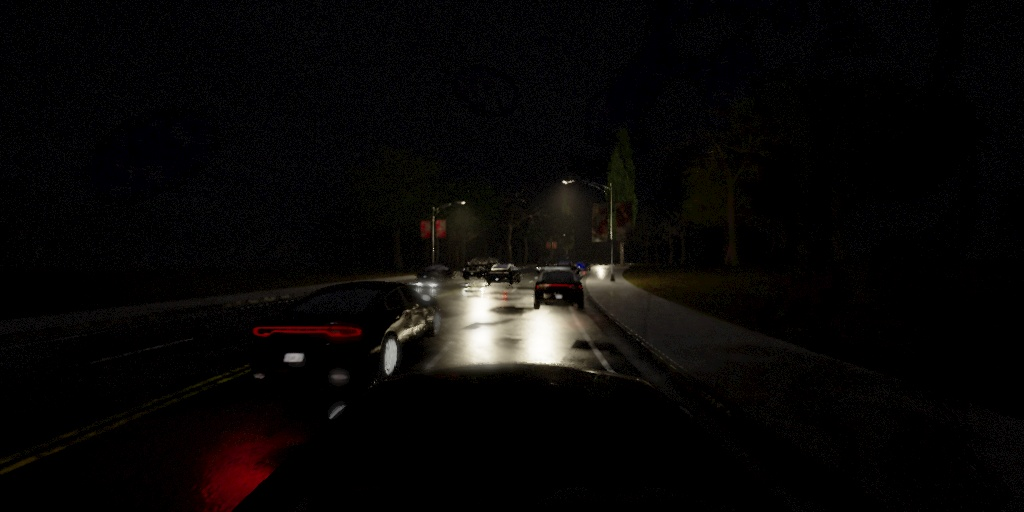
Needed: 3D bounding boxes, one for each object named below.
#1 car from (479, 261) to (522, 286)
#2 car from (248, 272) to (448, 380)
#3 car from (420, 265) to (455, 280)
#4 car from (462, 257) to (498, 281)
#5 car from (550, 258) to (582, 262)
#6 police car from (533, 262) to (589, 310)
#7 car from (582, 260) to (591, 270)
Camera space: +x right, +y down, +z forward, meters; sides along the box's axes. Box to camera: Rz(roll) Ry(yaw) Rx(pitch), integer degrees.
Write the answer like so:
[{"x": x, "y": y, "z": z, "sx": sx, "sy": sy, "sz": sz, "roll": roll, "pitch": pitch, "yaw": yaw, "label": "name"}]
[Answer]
[{"x": -0.515, "y": 1.342, "z": 26.208, "sx": 2.128, "sy": 1.511, "sz": 4.902, "roll": 0, "pitch": 0, "yaw": 11, "label": "car"}, {"x": -2.881, "y": 1.264, "z": 7.410, "sx": 1.882, "sy": 1.535, "sz": 5.008, "roll": 0, "pitch": 0, "yaw": 3, "label": "car"}, {"x": -6.445, "y": 1.468, "z": 30.490, "sx": 1.994, "sy": 1.385, "sz": 4.181, "roll": 0, "pitch": 0, "yaw": 13, "label": "car"}, {"x": -2.667, "y": 1.104, "z": 32.516, "sx": 2.150, "sy": 2.045, "sz": 5.566, "roll": -1, "pitch": 0, "yaw": 14, "label": "car"}, {"x": 5.796, "y": 1.312, "z": 38.301, "sx": 2.128, "sy": 1.511, "sz": 4.902, "roll": -1, "pitch": 0, "yaw": 18, "label": "car"}, {"x": 1.950, "y": 1.235, "z": 15.204, "sx": 1.930, "sy": 1.638, "sz": 5.238, "roll": 0, "pitch": 0, "yaw": 7, "label": "police car"}, {"x": 9.921, "y": 1.349, "z": 50.799, "sx": 1.812, "sy": 1.442, "sz": 4.674, "roll": -1, "pitch": 0, "yaw": 21, "label": "car"}]
